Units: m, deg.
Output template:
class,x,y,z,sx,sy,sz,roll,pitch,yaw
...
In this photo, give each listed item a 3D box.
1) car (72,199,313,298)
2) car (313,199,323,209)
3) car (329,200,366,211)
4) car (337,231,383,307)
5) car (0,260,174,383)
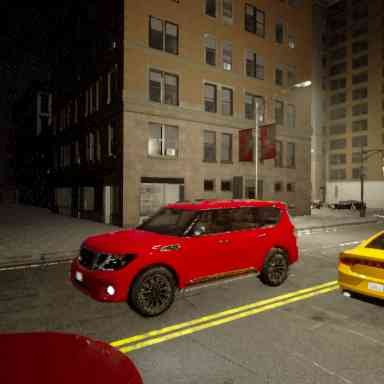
class,x,y,z,sx,sy,sz,roll,pitch,yaw
car,0.152,1.223,7.799,5.566,2.045,2.150,0,0,-36
car,15.510,1.583,44.902,2.008,1.369,4.403,0,0,-35
car,18.788,1.597,40.285,1.947,1.339,4.313,0,0,-35
car,5.168,1.478,7.147,5.008,1.535,1.882,0,0,-35
car,-2.462,1.526,1.682,4.674,1.442,1.812,0,0,-36
